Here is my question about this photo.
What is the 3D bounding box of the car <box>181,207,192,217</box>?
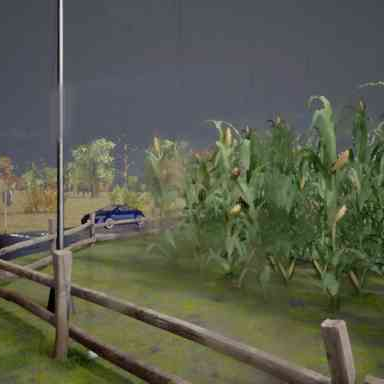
[{"bbox_3d":[1.035,1.445,29.643,1.837,1.490,4.892,0,0,36],"label":"car"}]

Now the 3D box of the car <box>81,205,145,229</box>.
[{"bbox_3d":[-4.982,1.529,21.449,1.994,1.385,4.181,0,0,37],"label":"car"}]
